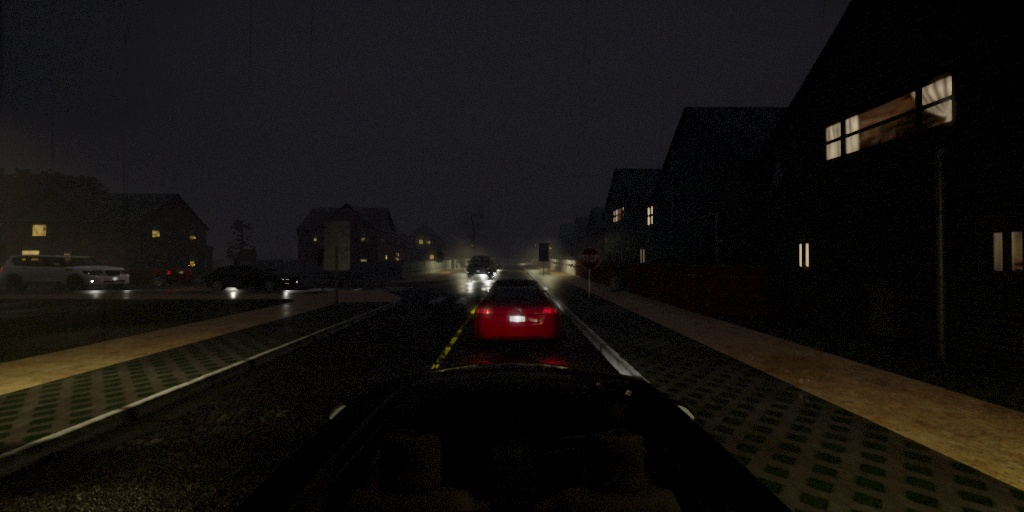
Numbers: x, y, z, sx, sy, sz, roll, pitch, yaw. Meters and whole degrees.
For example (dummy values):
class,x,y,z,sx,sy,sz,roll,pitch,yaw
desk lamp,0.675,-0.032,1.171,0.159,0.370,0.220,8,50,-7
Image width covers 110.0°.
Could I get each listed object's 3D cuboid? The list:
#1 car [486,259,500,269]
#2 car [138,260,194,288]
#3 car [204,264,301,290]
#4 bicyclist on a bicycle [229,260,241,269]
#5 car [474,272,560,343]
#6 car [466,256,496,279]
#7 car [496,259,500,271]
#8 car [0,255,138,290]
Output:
class,x,y,z,sx,sy,sz,roll,pitch,yaw
car,-2.895,1.241,56.176,1.882,1.535,5.008,0,0,0
car,-23.767,1.112,23.447,4.553,1.767,2.097,0,-1,0
car,-14.789,1.237,20.587,4.892,1.490,1.837,0,-1,-1
bicyclist on a bicycle,-20.251,1.096,26.399,0.582,1.620,1.656,0,0,-1
car,0.092,1.314,9.660,1.994,1.385,4.181,0,0,-1
car,-2.896,0.975,33.482,2.150,2.045,5.566,0,0,0
car,-2.909,1.251,45.585,2.128,1.511,4.902,0,0,0
car,-25.465,0.949,20.499,5.566,2.045,2.150,0,-1,0
